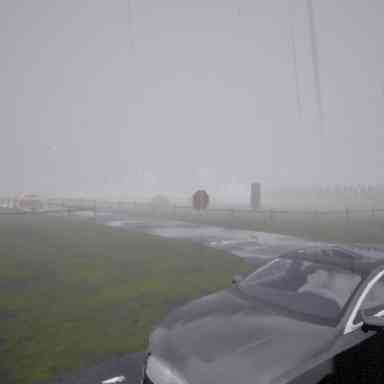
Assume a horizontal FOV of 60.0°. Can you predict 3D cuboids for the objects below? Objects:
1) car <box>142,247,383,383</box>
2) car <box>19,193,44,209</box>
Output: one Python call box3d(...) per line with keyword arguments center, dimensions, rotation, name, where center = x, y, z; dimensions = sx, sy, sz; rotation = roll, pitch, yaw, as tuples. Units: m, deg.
box3d(center=(1.743, 1.527, 4.184), dimensions=(4.902, 1.511, 2.128), rotation=(1, 0, -35), name="car")
box3d(center=(-22.678, 1.237, 46.935), dimensions=(2.150, 2.045, 5.566), rotation=(2, -1, -40), name="car")
